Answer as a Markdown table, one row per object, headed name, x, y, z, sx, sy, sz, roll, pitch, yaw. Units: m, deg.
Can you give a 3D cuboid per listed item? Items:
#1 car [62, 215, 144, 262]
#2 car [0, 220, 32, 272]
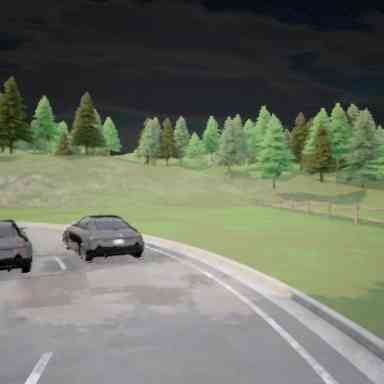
| name | x | y | z | sx | sy | sz | roll | pitch | yaw |
| --- | --- | --- | --- | --- | --- | --- | --- | --- | --- |
| car | -3.333 | 1.516 | 12.109 | 1.994 | 1.385 | 4.181 | 0 | 0 | -31 |
| car | -6.037 | 1.516 | 10.059 | 1.994 | 1.385 | 4.181 | 0 | 0 | -30 |
